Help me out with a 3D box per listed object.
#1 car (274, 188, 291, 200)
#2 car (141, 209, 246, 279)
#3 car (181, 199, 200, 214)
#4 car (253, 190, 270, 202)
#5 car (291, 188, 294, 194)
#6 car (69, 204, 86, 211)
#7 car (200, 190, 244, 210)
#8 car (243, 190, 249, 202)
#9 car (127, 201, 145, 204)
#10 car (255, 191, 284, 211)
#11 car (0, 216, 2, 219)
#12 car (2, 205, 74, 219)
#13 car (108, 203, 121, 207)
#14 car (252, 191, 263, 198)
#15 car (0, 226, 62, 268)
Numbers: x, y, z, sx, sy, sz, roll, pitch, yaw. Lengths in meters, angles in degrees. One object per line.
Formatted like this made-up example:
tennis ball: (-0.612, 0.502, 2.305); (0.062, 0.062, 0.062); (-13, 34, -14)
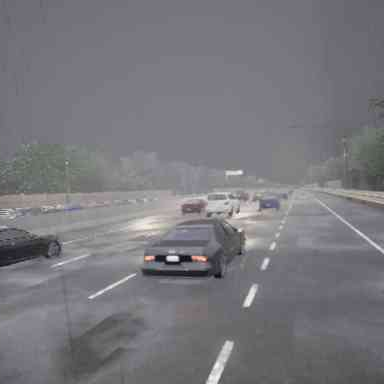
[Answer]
car: (16.120, 0.566, 59.375); (1.882, 1.535, 5.008); (-3, 0, 18)
car: (0.337, 1.525, 10.007); (2.033, 1.411, 5.357); (-3, 0, 18)
car: (0.451, 1.445, 33.213); (1.882, 1.535, 5.008); (-3, 0, 18)
car: (11.744, 0.686, 57.163); (2.097, 1.767, 4.553); (-3, 0, 18)
car: (24.607, 0.201, 86.120); (1.994, 1.385, 4.181); (-3, 0, 18)
car: (-17.123, 2.464, 47.097); (1.882, 1.535, 5.008); (-3, 0, 18)
car: (2.736, 1.056, 28.932); (2.150, 2.045, 5.566); (-3, 0, 18)
car: (8.960, 0.719, 59.964); (2.150, 2.045, 5.566); (-3, 0, 18)
car: (-7.103, 1.969, 43.994); (1.994, 1.385, 4.181); (-3, 0, 18)
car: (7.873, 1.017, 33.473); (1.882, 1.535, 5.008); (-3, 0, 18)
car: (-15.307, 2.226, 30.123); (2.097, 1.767, 4.553); (-3, 0, 18)
car: (-12.496, 2.207, 27.434); (2.128, 1.511, 4.902); (-3, 0, 18)
car: (-10.453, 1.751, 45.065); (2.033, 1.411, 5.357); (-3, 0, 18)
car: (16.674, 0.637, 84.232); (2.033, 1.411, 5.357); (-3, 0, 18)
car: (-6.573, 1.902, 11.370); (1.812, 1.442, 4.674); (-3, 0, 18)
